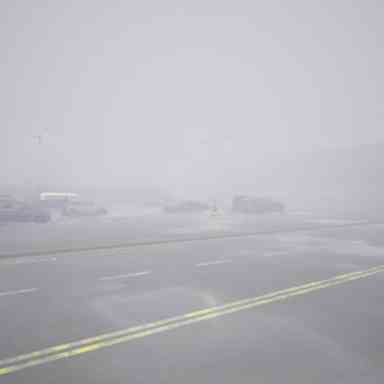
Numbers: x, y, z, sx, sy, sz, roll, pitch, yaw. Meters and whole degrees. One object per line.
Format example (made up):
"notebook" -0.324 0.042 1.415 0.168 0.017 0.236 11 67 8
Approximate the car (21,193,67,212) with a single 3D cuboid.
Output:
"car" -19.414 1.231 43.587 4.605 1.855 1.932 1 0 -35

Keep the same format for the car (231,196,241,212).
"car" 6.243 1.388 37.733 3.866 1.878 1.905 1 0 -35

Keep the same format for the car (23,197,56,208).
"car" -21.037 1.442 45.987 3.905 1.438 1.784 1 0 -35

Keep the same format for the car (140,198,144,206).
"car" -6.793 1.626 56.096 3.806 1.475 1.970 1 0 -35

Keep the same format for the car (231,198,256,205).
"car" 10.676 1.961 69.348 2.033 1.411 5.357 1 0 -34

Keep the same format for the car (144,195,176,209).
"car" -5.127 1.387 53.728 3.866 1.878 1.905 1 0 -35

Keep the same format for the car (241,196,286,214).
"car" 7.871 1.385 35.340 4.605 1.855 1.932 1 0 -35

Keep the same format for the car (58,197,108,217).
"car" -9.578 1.475 29.847 3.806 1.475 1.970 1 0 -35

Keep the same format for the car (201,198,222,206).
"car" 4.879 2.018 77.997 1.895 1.301 4.718 1 0 -34
